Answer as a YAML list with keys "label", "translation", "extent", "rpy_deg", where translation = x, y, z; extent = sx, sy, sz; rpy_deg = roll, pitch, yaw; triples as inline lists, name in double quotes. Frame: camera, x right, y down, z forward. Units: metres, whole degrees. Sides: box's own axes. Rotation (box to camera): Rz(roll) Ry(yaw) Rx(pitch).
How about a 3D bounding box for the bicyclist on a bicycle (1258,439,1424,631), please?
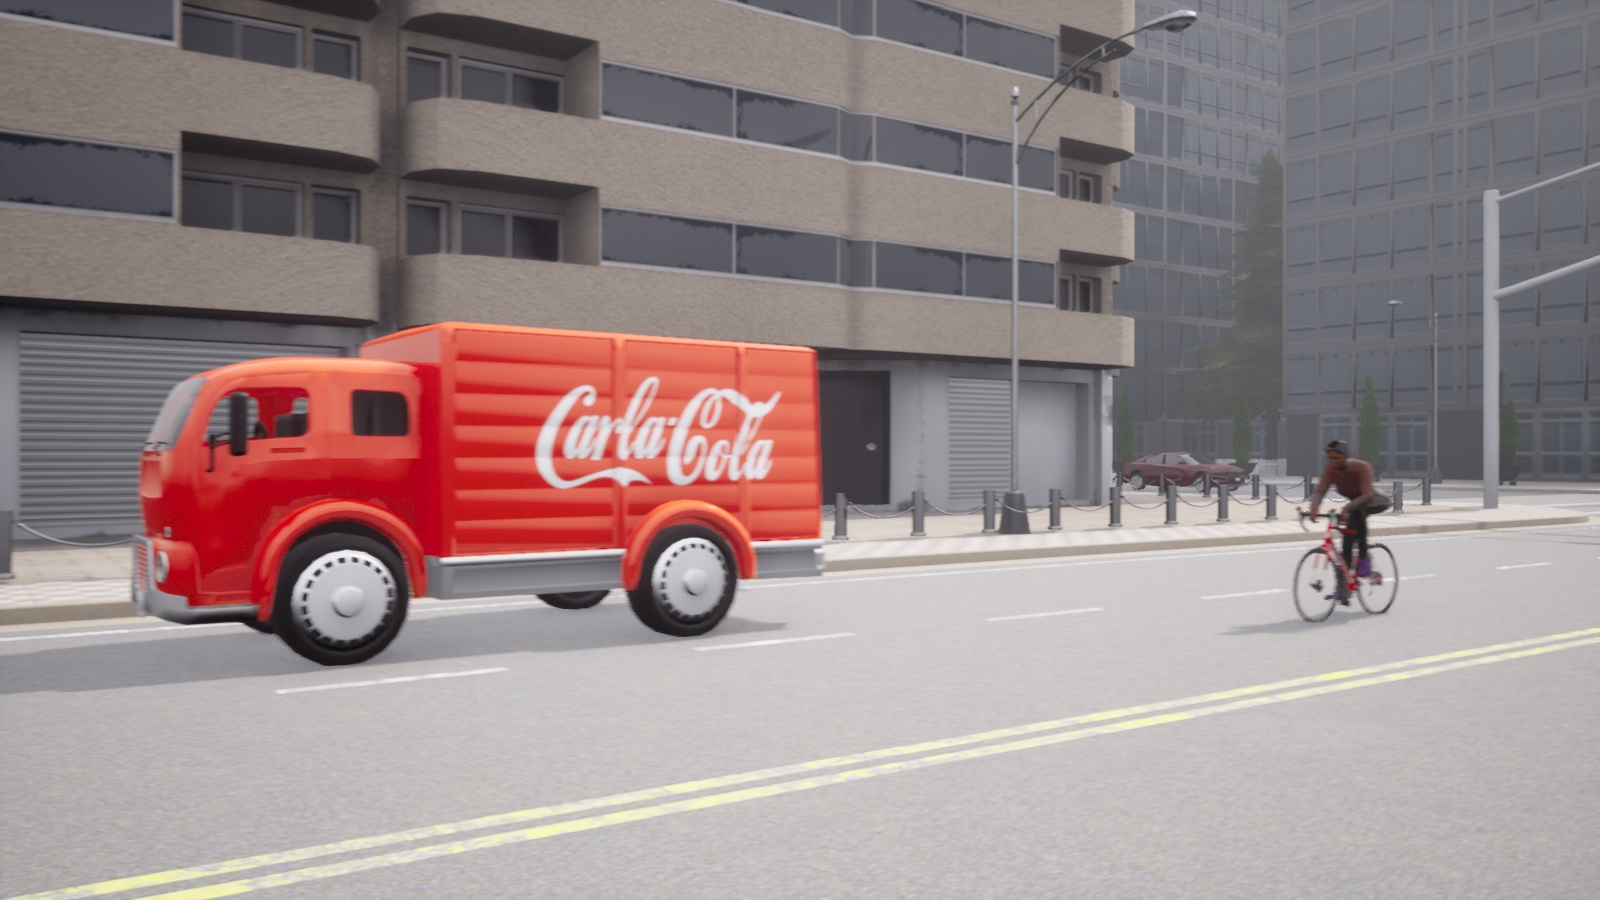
- label: "bicyclist on a bicycle"
  translation: [4.901, 0.715, 11.334]
  extent: [1.656, 1.620, 0.582]
  rpy_deg: [0, 0, -35]

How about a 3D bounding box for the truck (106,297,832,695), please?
- label: "truck"
  translation: [-2.617, 0.289, 10.368]
  extent: [5.204, 2.467, 2.627]
  rpy_deg: [0, 0, -35]

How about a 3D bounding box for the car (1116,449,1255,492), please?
- label: "car"
  translation: [14.746, 0.754, 48.318]
  extent: [1.882, 1.535, 5.008]
  rpy_deg: [0, 0, -34]
